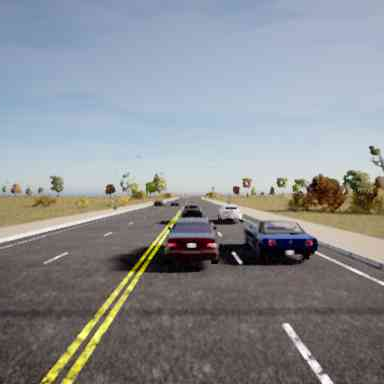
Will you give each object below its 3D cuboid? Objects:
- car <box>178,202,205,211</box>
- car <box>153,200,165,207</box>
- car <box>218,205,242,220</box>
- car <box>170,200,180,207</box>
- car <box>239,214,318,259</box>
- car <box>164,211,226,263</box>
[{"bbox_3d":[0.010,1.792,28.511,1.837,1.490,4.892,0,0,0],"label":"car"},{"bbox_3d":[-6.529,2.209,66.055,1.994,1.385,4.181,0,-1,0],"label":"car"},{"bbox_3d":[3.264,1.814,28.887,1.812,1.442,4.674,0,0,0],"label":"car"},{"bbox_3d":[-3.275,2.197,66.058,2.033,1.411,5.357,0,-1,0],"label":"car"},{"bbox_3d":[3.262,1.737,13.249,1.895,1.301,4.718,0,-1,0],"label":"car"},{"bbox_3d":[0.003,1.676,12.526,2.033,1.411,5.357,0,-1,0],"label":"car"}]
